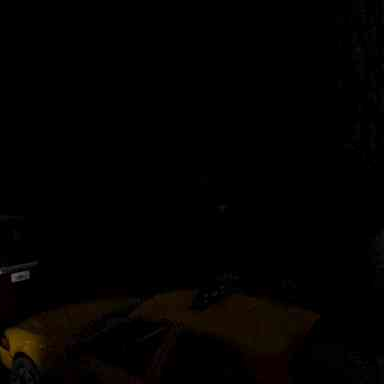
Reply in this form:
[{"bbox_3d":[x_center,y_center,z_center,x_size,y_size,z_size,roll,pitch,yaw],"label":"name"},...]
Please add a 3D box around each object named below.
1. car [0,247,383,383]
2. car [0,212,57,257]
[{"bbox_3d":[-0.038,1.525,3.100,4.829,1.417,1.752,0,1,36],"label":"car"},{"bbox_3d":[-4.445,1.313,6.247,5.009,1.841,2.192,0,1,36],"label":"car"}]
